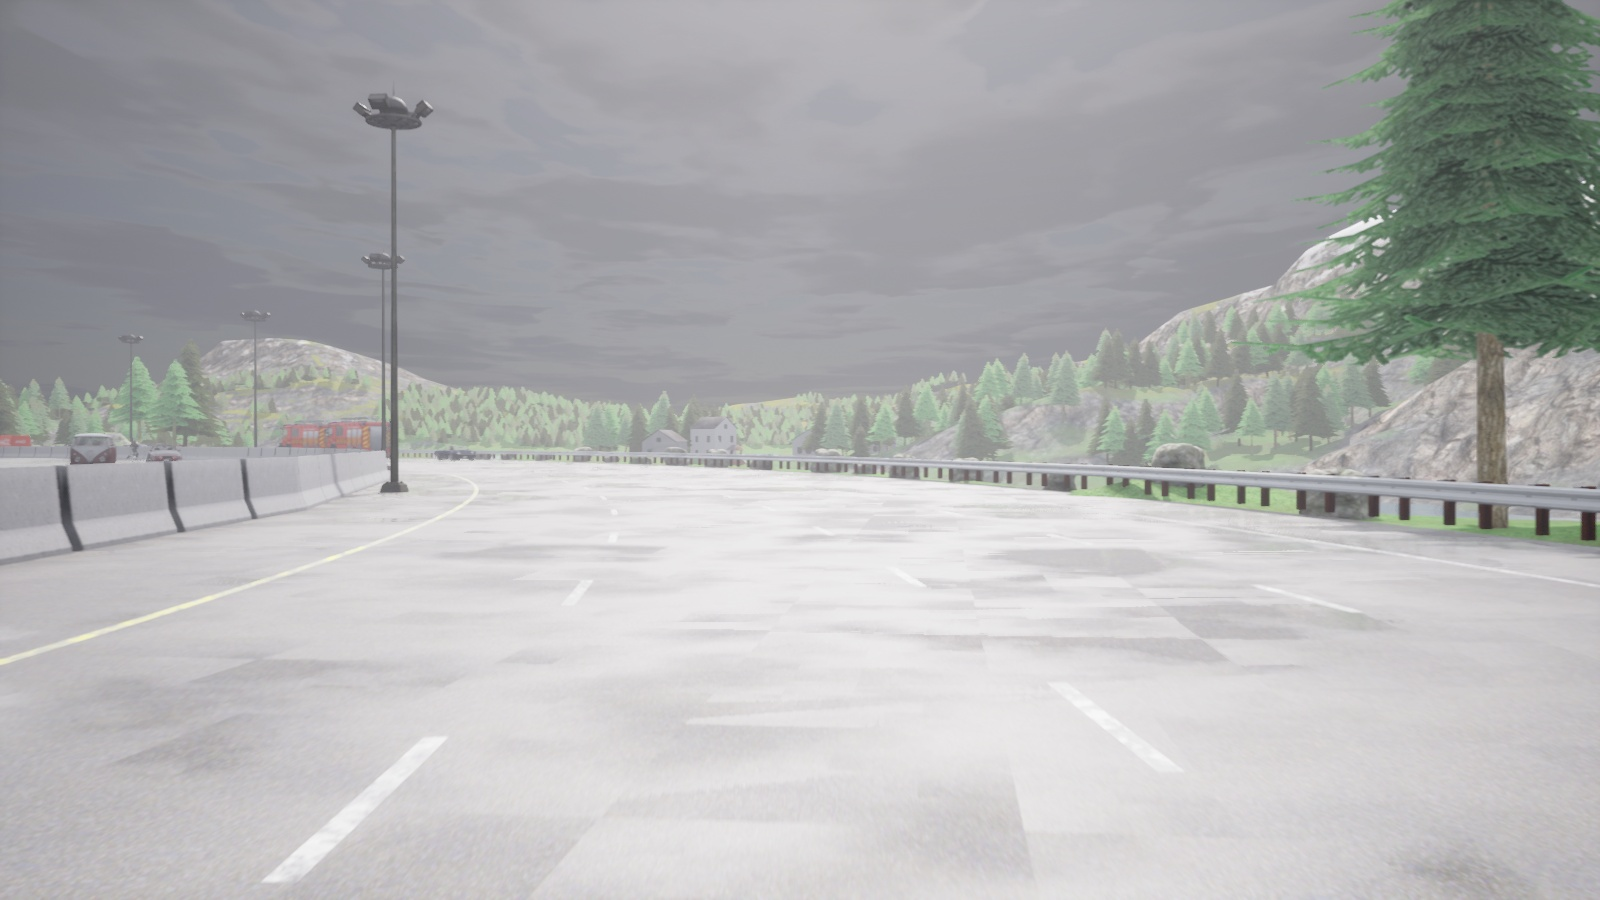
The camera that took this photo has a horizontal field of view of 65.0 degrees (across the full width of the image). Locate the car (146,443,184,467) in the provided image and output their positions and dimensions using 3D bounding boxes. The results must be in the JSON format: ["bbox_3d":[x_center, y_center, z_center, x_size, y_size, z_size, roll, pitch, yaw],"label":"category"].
[{"bbox_3d":[-39.520,0.291,78.130,1.816,1.474,4.193,0,0,-31],"label":"car"}]

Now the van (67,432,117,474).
[{"bbox_3d":[-34.601,0.128,61.447,1.775,1.987,4.442,0,0,-25],"label":"van"}]
